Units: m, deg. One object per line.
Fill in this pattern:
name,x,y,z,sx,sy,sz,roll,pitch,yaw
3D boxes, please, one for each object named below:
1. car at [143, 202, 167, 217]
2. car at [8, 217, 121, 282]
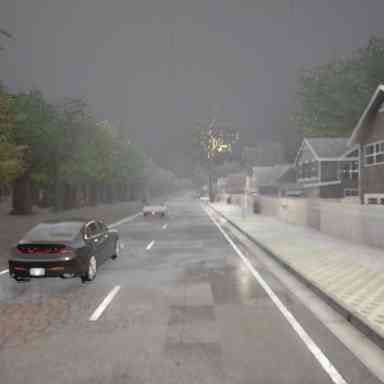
car,-3.403,1.581,31.554,1.895,1.301,4.718,0,0,0
car,-3.400,1.502,9.728,1.837,1.490,4.892,0,0,0
